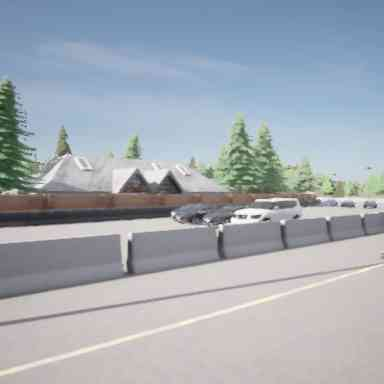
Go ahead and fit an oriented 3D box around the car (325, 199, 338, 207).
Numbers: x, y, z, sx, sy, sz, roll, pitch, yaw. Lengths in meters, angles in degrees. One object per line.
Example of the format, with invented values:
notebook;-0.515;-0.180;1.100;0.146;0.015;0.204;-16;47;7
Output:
car;26.662;2.068;63.542;1.882;1.535;5.008;-1;-1;31

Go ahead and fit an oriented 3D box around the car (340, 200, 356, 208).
car;27.182;2.092;57.796;1.994;1.385;4.181;-1;-1;33

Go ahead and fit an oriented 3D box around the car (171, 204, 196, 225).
car;0.757;1.812;27.119;4.892;1.490;1.837;0;-1;-42

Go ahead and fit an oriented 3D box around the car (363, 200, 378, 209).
car;29.532;2.038;54.968;2.033;1.411;5.357;-1;-1;34

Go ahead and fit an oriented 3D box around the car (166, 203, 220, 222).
car;0.173;1.848;31.295;4.902;1.511;2.128;0;-1;-43

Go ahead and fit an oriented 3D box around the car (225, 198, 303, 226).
car;5.015;1.445;21.517;5.566;2.045;2.150;0;-1;-41

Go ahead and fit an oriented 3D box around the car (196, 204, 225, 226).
car;2.882;1.772;24.332;4.892;1.490;1.837;1;-1;-42
